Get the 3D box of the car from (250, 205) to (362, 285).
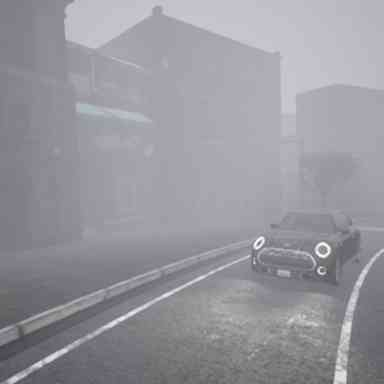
[{"bbox_3d":[3.467,1.316,9.647,2.097,1.767,4.553,1,1,36],"label":"car"}]
